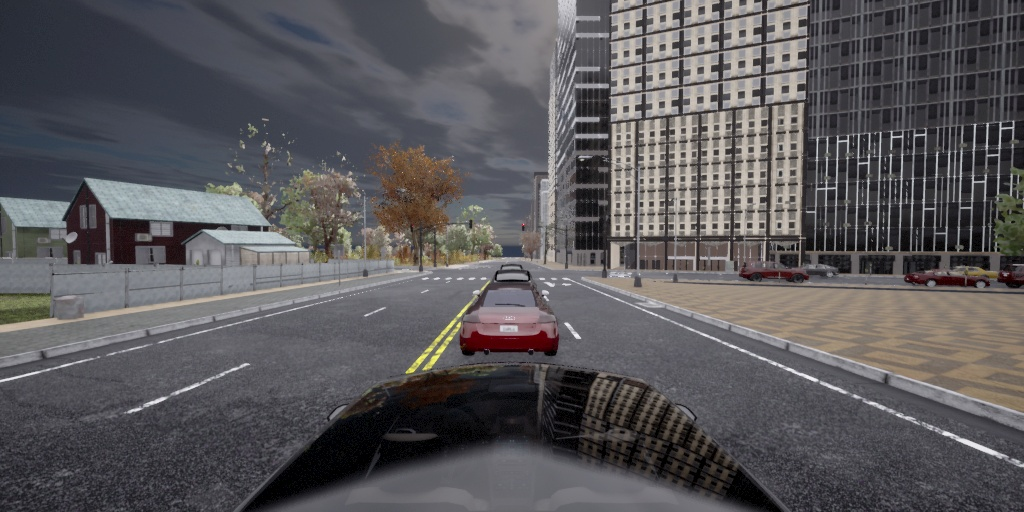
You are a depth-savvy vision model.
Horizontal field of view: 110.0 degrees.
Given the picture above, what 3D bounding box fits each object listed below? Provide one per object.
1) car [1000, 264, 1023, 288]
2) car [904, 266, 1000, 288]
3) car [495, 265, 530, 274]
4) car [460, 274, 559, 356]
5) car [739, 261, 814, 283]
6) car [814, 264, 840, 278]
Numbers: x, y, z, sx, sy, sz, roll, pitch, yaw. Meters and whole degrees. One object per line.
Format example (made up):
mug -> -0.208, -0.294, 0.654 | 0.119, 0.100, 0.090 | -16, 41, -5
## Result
car -> 38.951, 1.531, 25.881 | 5.009, 1.841, 2.192 | 0, 0, 20
car -> 33.625, 1.716, 27.823 | 4.507, 1.381, 1.888 | 0, 0, 20
car -> 0.028, 1.250, 14.016 | 1.837, 1.490, 4.892 | 0, 0, 0
car -> -0.033, 1.311, 8.630 | 1.994, 1.385, 4.181 | 0, 0, 1
car -> 22.974, 1.394, 31.707 | 5.009, 1.841, 2.192 | 0, 0, 20
car -> 31.000, 1.469, 37.166 | 4.403, 1.370, 2.007 | 0, 0, 20
